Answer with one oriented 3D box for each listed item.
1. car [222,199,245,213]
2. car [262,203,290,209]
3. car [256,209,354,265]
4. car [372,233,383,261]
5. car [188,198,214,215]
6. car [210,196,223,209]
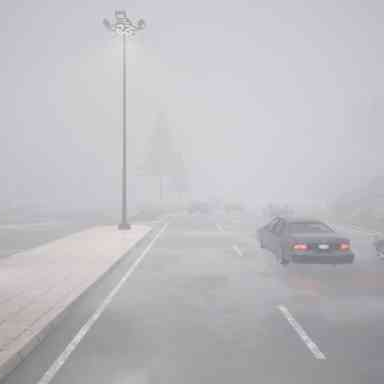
[{"bbox_3d":[4.872,1.601,36.936,1.895,1.301,4.718,0,0,12],"label":"car"},{"bbox_3d":[7.298,1.601,28.852,1.895,1.301,4.718,0,0,2],"label":"car"},{"bbox_3d":[3.598,1.547,11.600,2.033,1.411,5.357,0,0,0],"label":"car"},{"bbox_3d":[7.098,1.601,9.287,1.895,1.301,4.718,0,0,0],"label":"car"},{"bbox_3d":[0.873,1.601,34.421,1.895,1.301,4.718,0,0,9],"label":"car"},{"bbox_3d":[3.298,1.352,44.432,2.097,1.767,4.553,0,0,16],"label":"car"}]
